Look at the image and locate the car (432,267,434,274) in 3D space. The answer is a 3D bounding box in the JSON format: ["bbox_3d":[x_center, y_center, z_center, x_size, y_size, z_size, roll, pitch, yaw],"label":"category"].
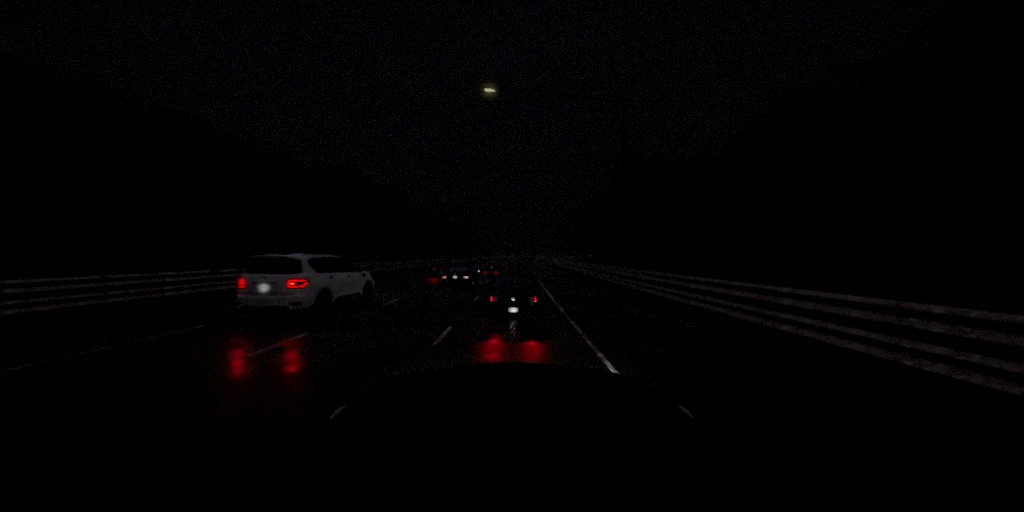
[{"bbox_3d":[-6.366,1.248,35.091,1.895,1.301,4.718,0,0,2],"label":"car"}]

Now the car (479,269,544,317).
[{"bbox_3d":[0.073,1.324,12.992,1.895,1.301,4.718,0,0,1],"label":"car"}]

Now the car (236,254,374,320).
[{"bbox_3d":[-6.856,0.941,12.650,2.150,2.045,5.566,0,0,1],"label":"car"}]

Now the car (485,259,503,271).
[{"bbox_3d":[-2.373,1.134,45.999,1.812,1.442,4.674,0,0,3],"label":"car"}]

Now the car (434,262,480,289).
[{"bbox_3d":[-3.166,1.240,22.743,2.033,1.411,5.357,0,0,1],"label":"car"}]
